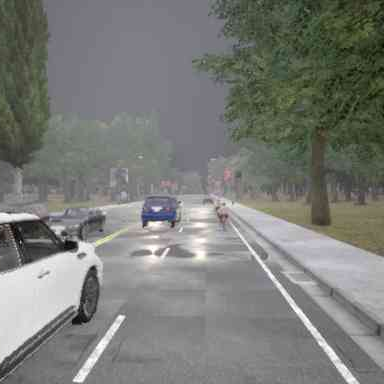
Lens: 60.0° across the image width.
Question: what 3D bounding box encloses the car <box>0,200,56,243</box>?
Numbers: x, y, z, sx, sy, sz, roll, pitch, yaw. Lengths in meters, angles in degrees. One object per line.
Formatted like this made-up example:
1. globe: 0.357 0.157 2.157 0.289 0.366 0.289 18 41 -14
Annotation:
1. car: -9.000 1.350 16.996 2.097 1.767 4.553 0 0 3

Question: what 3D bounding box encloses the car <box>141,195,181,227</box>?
1. car: -2.027 1.219 22.934 2.150 2.045 5.566 0 0 3

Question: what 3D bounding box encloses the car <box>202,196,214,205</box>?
1. car: 2.941 1.504 60.922 1.837 1.490 4.892 0 0 3

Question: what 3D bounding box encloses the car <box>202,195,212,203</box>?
1. car: 3.436 1.526 74.150 2.128 1.511 4.902 0 0 3

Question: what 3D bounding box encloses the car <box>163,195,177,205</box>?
1. car: -3.839 1.350 58.848 2.097 1.767 4.553 0 0 3

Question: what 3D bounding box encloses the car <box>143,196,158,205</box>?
1. car: -7.138 1.523 57.901 1.812 1.442 4.674 0 0 3

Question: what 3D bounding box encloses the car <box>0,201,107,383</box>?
1. car: -2.878 1.221 4.046 2.150 2.045 5.566 0 0 3

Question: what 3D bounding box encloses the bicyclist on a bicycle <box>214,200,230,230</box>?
1. bicyclist on a bicycle: 1.909 1.435 20.005 0.866 1.612 1.509 0 0 2

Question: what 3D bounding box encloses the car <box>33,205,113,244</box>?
1. car: -5.753 1.490 16.881 2.128 1.511 4.902 0 0 3
